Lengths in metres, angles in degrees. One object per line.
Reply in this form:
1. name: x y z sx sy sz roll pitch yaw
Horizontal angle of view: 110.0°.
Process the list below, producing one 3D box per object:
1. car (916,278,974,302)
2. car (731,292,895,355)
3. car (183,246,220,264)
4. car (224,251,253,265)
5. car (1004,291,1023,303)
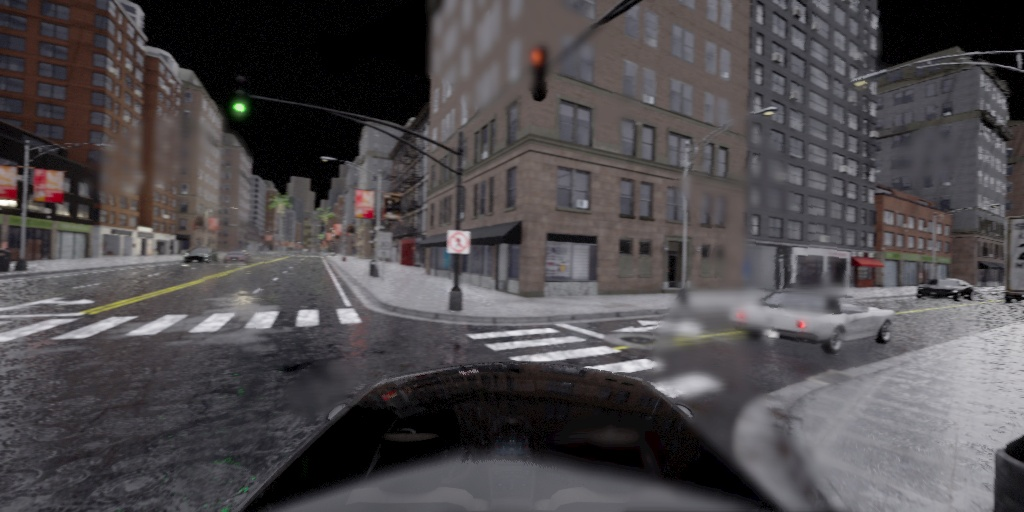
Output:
1. car: 30.193 2.297 24.968 5.008 1.535 1.882 2 -1 -28
2. car: 8.013 1.600 9.414 4.718 1.301 1.895 2 -1 -29
3. car: -31.841 -0.131 36.863 2.097 1.767 4.553 2 0 -28
4. car: -28.542 0.201 37.565 1.994 1.385 4.181 2 0 -28
5. car: 35.013 2.444 24.045 4.902 1.511 2.128 2 -1 -27
